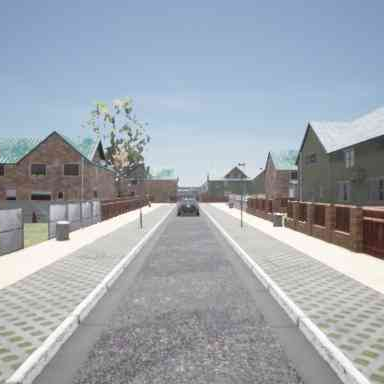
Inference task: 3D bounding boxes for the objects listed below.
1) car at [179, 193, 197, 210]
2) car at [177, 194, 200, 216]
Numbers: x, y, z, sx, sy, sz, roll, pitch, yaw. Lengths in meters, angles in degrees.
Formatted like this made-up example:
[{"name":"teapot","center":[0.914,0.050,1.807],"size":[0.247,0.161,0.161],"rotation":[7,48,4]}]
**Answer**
[{"name":"car","center":[-0.503,1.223,43.219],"size":[2.150,2.045,5.566],"rotation":[0,0,-1]},{"name":"car","center":[-0.360,1.355,33.003],"size":[2.097,1.767,4.553],"rotation":[0,0,-1]}]
